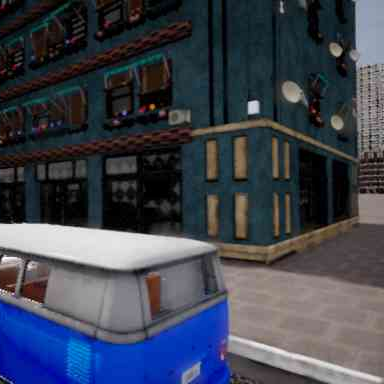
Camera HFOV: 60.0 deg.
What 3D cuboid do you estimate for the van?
[{"bbox_3d":[-1.514,1.342,3.972,3.998,1.788,1.690,0,-1,36],"label":"van"}]
